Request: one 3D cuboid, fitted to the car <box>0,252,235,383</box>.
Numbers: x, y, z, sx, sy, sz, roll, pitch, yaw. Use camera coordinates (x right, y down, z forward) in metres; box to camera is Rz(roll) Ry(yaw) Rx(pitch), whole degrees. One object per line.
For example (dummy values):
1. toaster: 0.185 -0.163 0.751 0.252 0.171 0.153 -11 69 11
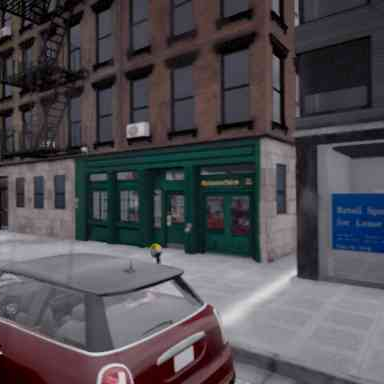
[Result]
1. car: -1.645 1.475 3.990 4.097 1.590 1.967 -1 0 36
